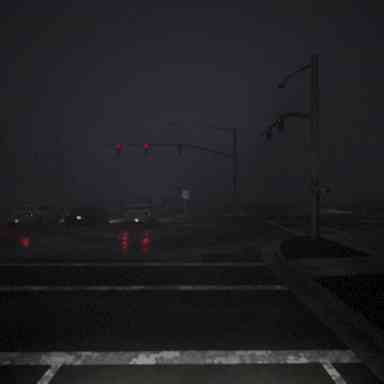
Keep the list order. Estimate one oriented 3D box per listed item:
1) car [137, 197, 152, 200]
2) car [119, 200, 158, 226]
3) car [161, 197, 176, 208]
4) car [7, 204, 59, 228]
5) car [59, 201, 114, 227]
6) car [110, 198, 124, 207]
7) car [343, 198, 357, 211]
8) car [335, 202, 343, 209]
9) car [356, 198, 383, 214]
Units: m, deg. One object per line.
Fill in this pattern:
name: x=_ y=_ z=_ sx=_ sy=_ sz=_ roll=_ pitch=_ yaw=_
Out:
car: x=-6.891 y=1.442 z=47.983 sx=1.837 sy=1.490 sz=4.892 roll=0 pitch=0 yaw=0
car: x=-3.396 y=1.496 z=22.703 sx=1.812 sy=1.442 sz=4.674 roll=0 pitch=0 yaw=0
car: x=-3.391 y=1.442 z=47.968 sx=1.837 sy=1.490 sz=4.892 roll=0 pitch=0 yaw=0
car: x=-10.395 y=1.496 z=22.071 sx=1.812 sy=1.442 sz=4.674 roll=0 pitch=0 yaw=0
car: x=-6.896 y=1.535 z=22.273 sx=1.994 sy=1.385 sz=4.181 roll=0 pitch=0 yaw=0
car: x=-10.389 y=1.540 z=46.398 sx=1.895 sy=1.301 sz=4.718 roll=0 pitch=0 yaw=0
car: x=19.979 y=1.476 z=37.418 sx=4.674 sy=1.442 sz=1.812 roll=0 pitch=0 yaw=1
car: x=20.069 y=1.472 z=40.913 sx=4.674 sy=1.442 sz=1.812 roll=0 pitch=0 yaw=1
car: x=19.997 y=1.447 z=33.919 sx=4.902 sy=1.511 sz=2.128 roll=0 pitch=0 yaw=1
